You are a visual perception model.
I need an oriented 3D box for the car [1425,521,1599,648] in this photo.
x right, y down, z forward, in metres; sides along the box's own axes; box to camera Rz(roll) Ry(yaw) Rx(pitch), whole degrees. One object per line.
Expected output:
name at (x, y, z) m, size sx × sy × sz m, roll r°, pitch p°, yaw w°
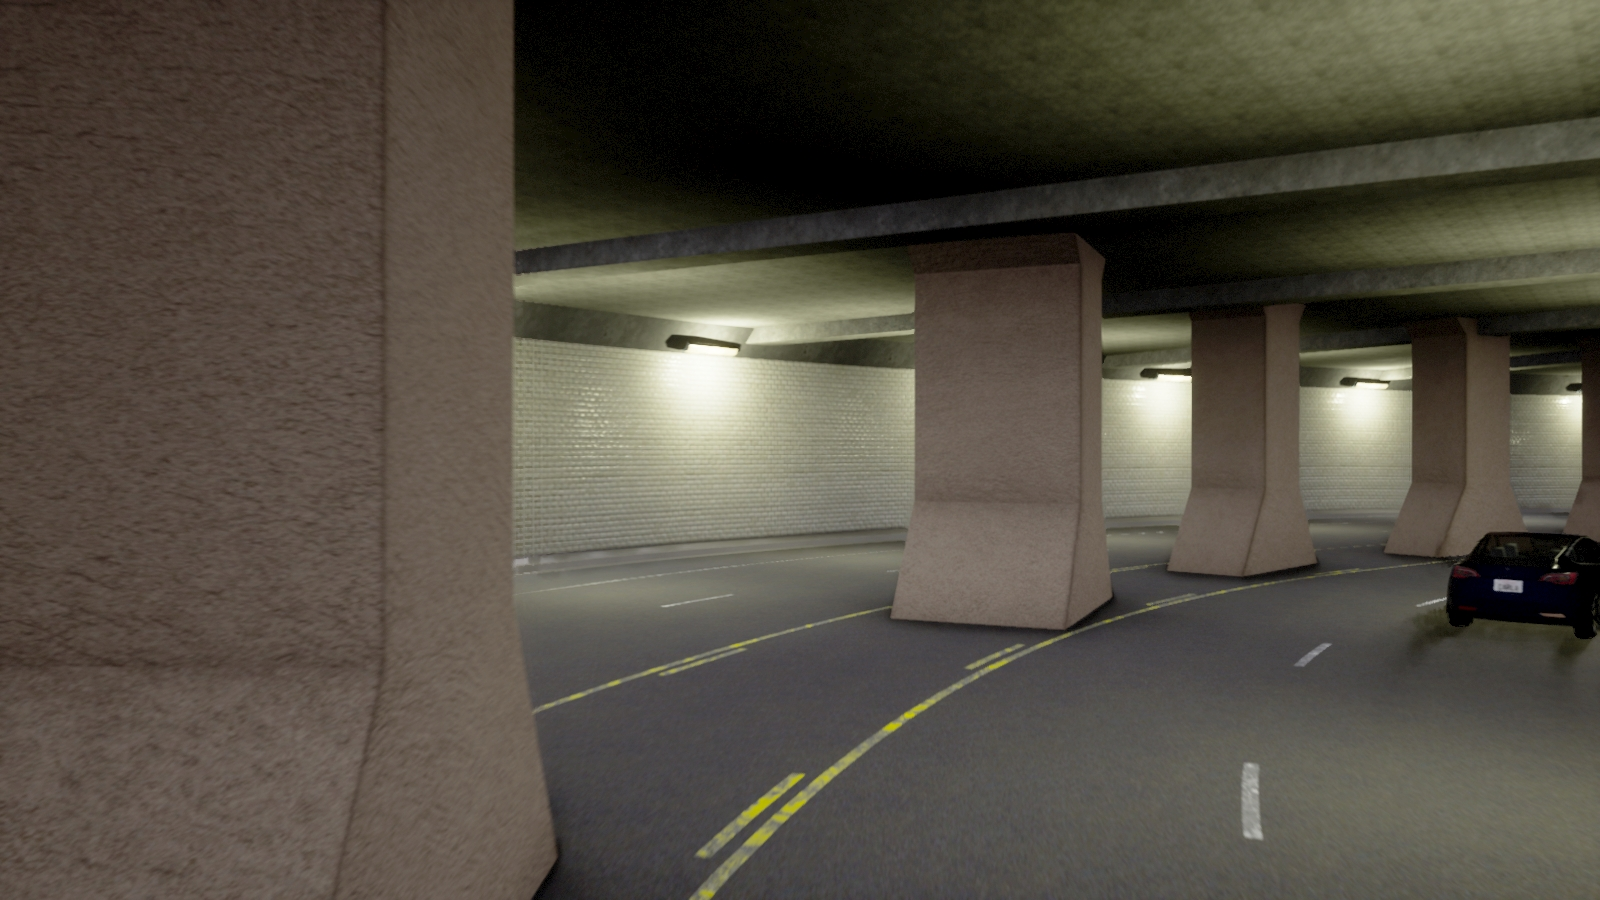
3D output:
car at (12.094, 2.067, 18.706) m, size 2.163 × 1.488 × 4.792 m, roll 0°, pitch 0°, yaw 43°
